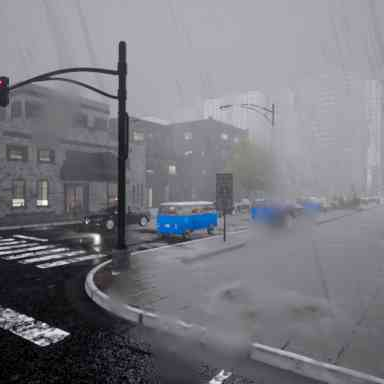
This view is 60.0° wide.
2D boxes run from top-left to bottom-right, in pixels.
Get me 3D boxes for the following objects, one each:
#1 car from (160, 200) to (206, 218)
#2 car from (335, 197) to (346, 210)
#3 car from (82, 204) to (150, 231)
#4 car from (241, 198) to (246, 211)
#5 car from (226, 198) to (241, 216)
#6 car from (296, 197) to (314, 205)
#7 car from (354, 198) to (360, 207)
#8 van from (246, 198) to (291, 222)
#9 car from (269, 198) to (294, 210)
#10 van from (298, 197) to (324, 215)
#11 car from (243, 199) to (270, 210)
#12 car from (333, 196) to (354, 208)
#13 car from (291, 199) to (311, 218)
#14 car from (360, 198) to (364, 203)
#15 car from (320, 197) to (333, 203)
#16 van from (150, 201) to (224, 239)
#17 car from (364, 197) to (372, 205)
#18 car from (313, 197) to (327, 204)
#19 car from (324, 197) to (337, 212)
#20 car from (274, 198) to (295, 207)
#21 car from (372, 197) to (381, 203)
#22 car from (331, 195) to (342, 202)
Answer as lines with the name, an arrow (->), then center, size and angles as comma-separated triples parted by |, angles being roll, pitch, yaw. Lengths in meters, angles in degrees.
car -> -0.755, 1.558, 31.383 | 1.752, 1.417, 4.829 | 0, 0, 35
car -> 18.863, 1.729, 44.796 | 1.947, 1.339, 4.313 | 0, 0, 35
car -> -4.699, 1.529, 21.230 | 1.837, 1.490, 4.892 | 1, 0, 35
car -> 5.677, 1.507, 40.570 | 1.967, 1.590, 4.097 | 0, 0, 35
car -> 2.461, 1.561, 31.454 | 1.837, 1.490, 4.892 | 1, 0, 35
car -> 21.508, 1.706, 63.187 | 1.887, 1.381, 4.507 | 0, 0, 35
car -> 25.198, 1.517, 53.844 | 2.192, 1.841, 5.009 | 0, 0, 35
van -> 6.198, 1.436, 26.702 | 1.690, 1.788, 3.998 | 0, 0, 35
car -> 12.231, 1.636, 45.318 | 1.812, 1.442, 4.674 | 1, 0, 36
van -> 12.531, 1.469, 35.749 | 1.690, 1.788, 3.998 | 0, 0, 35
car -> 8.842, 1.629, 45.094 | 1.887, 1.381, 4.507 | 0, 0, 35
car -> 22.032, 1.497, 49.320 | 2.192, 1.841, 5.009 | 0, 0, 35
car -> 9.363, 1.656, 31.225 | 1.887, 1.381, 4.507 | 0, 0, 35
car -> 28.461, 1.748, 58.506 | 1.752, 1.417, 4.829 | 0, 0, 35
car -> 31.007, 1.792, 76.758 | 1.947, 1.339, 4.313 | 0, 0, 35
van -> -0.135, 1.407, 17.655 | 1.690, 1.788, 3.998 | 0, 0, 35
car -> 34.696, 1.810, 67.414 | 1.887, 1.381, 4.507 | 0, 0, 35
car -> 27.744, 1.729, 72.095 | 1.752, 1.417, 4.829 | 0, 0, 35
car -> 15.795, 1.671, 40.412 | 1.752, 1.417, 4.829 | 0, 0, 35
car -> 15.175, 1.666, 54.140 | 1.887, 1.381, 4.507 | 0, 0, 35
car -> 44.196, 1.900, 80.984 | 1.947, 1.339, 4.313 | 0, 0, 35
car -> 37.341, 1.713, 85.805 | 1.967, 1.590, 4.097 | 0, 0, 35
